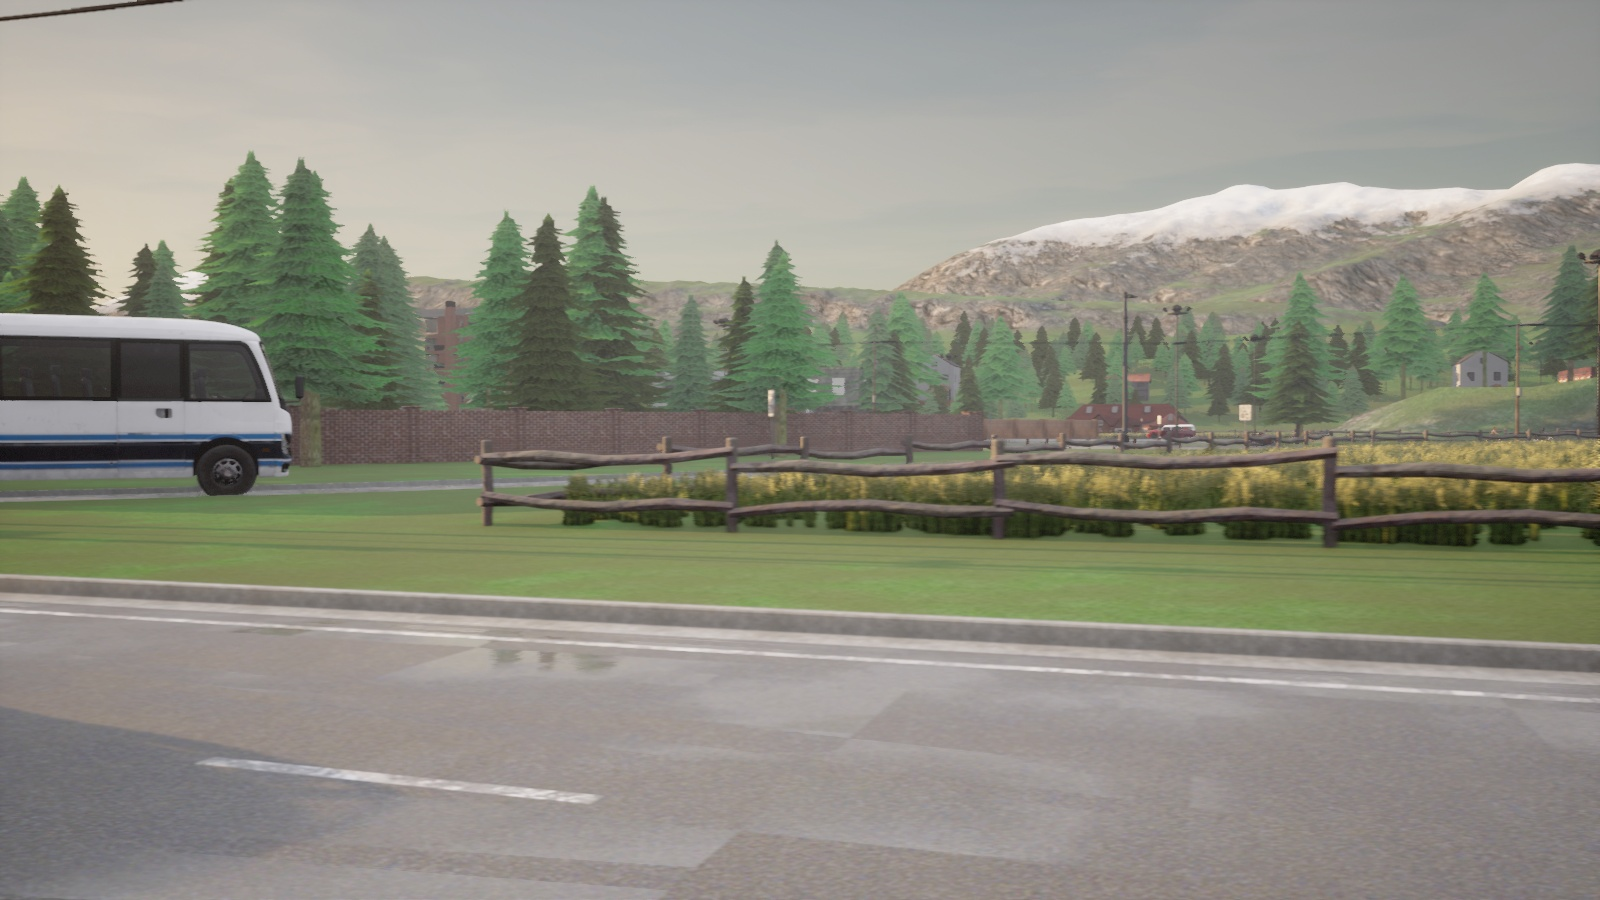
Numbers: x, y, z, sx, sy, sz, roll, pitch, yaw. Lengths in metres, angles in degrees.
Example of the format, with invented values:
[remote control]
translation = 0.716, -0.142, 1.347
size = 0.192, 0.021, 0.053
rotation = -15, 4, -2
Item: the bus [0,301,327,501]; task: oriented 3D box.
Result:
[bus]
translation = -16.594, -1.078, 29.049
size = 10.273, 4.253, 3.944
rotation = 0, 1, -26
